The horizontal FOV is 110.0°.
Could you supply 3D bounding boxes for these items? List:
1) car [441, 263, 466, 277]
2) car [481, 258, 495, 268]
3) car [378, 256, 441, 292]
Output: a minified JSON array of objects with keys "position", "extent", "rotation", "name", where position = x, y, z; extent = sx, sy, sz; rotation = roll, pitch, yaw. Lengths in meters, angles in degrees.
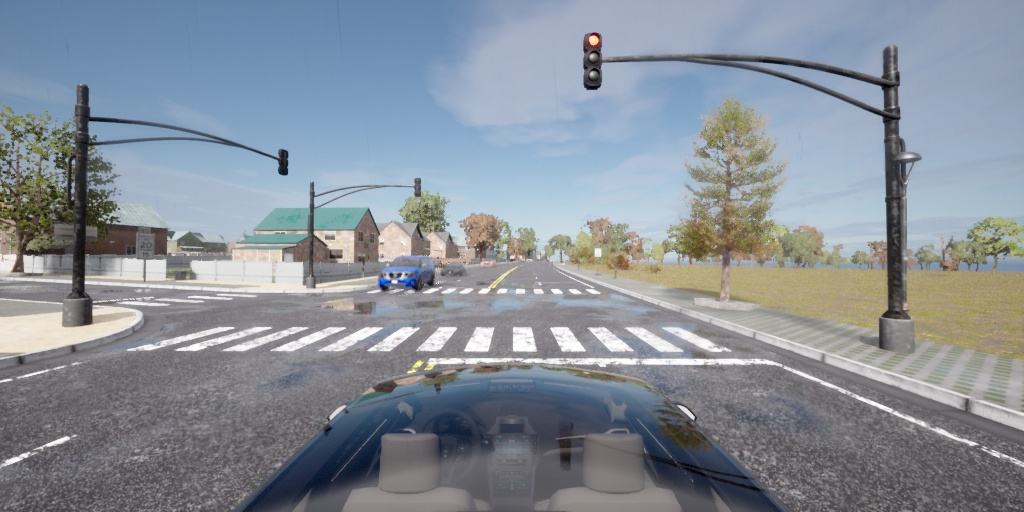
[{"position":[-5.767,1.359,35.679],"extent":[1.994,1.385,4.181],"rotation":[0,0,2],"name":"car"},{"position":[-4.232,1.171,63.584],"extent":[2.097,1.767,4.553],"rotation":[0,0,4],"name":"car"},{"position":[-6.215,1.019,21.935],"extent":[2.150,2.045,5.566],"rotation":[0,0,1],"name":"car"}]
